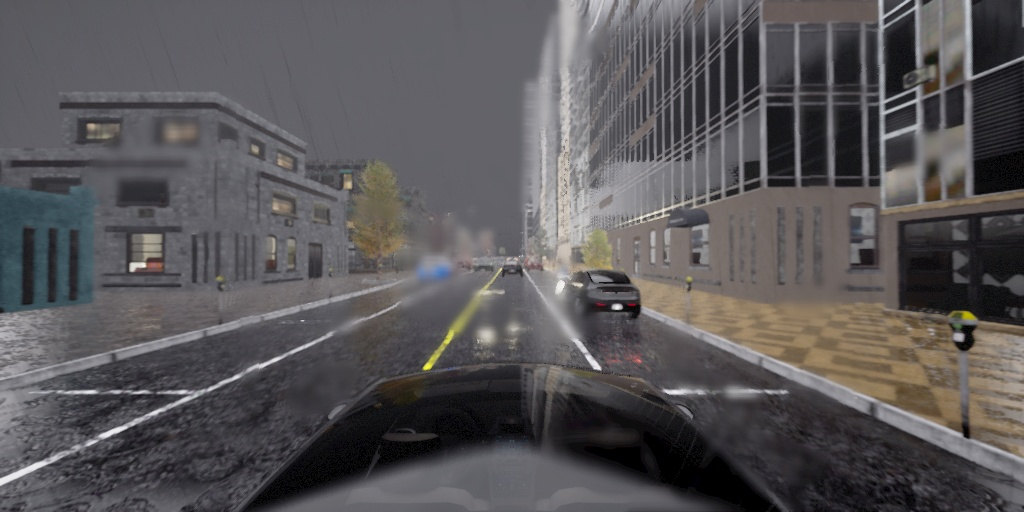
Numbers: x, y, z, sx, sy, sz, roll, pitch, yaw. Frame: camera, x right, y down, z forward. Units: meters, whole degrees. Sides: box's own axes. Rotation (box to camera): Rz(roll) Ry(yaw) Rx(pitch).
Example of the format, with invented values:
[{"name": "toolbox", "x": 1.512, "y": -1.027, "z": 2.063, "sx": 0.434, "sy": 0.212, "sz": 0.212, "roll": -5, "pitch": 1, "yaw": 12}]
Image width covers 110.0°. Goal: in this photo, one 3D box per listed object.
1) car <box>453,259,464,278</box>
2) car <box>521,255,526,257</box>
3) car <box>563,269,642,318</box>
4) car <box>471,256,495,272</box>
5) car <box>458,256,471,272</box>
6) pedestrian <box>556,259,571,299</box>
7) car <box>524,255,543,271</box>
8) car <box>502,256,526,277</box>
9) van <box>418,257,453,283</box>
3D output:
[{"name": "car", "x": -5.683, "y": 1.189, "z": 31.918, "sx": 1.802, "sy": 1.307, "sz": 4.207, "roll": 0, "pitch": 0, "yaw": 0}, {"name": "car", "x": 2.701, "y": 0.842, "z": 48.792, "sx": 2.192, "sy": 1.841, "sz": 5.009, "roll": 0, "pitch": 0, "yaw": 0}, {"name": "car", "x": 3.003, "y": 1.203, "z": 12.658, "sx": 1.837, "sy": 1.490, "sz": 4.892, "roll": 0, "pitch": 0, "yaw": 0}, {"name": "car", "x": -3.078, "y": 0.915, "z": 41.037, "sx": 2.097, "sy": 1.767, "sz": 4.553, "roll": 0, "pitch": 0, "yaw": 0}, {"name": "car", "x": -5.681, "y": 0.868, "z": 43.206, "sx": 2.192, "sy": 1.841, "sz": 5.009, "roll": 0, "pitch": 0, "yaw": 0}, {"name": "pedestrian", "x": 2.235, "y": 0.978, "z": 15.617, "sx": 0.375, "sy": 1.860, "sz": 0.375, "roll": 1, "pitch": -1, "yaw": 0}, {"name": "car", "x": 2.700, "y": 0.993, "z": 43.148, "sx": 1.967, "sy": 1.591, "sz": 4.097, "roll": 0, "pitch": 0, "yaw": 0}, {"name": "car", "x": 0.060, "y": 1.078, "z": 33.160, "sx": 1.882, "sy": 1.535, "sz": 5.008, "roll": 0, "pitch": 0, "yaw": 0}, {"name": "van", "x": -5.684, "y": 0.974, "z": 26.273, "sx": 1.690, "sy": 1.789, "sz": 3.998, "roll": 0, "pitch": 0, "yaw": 0}]
